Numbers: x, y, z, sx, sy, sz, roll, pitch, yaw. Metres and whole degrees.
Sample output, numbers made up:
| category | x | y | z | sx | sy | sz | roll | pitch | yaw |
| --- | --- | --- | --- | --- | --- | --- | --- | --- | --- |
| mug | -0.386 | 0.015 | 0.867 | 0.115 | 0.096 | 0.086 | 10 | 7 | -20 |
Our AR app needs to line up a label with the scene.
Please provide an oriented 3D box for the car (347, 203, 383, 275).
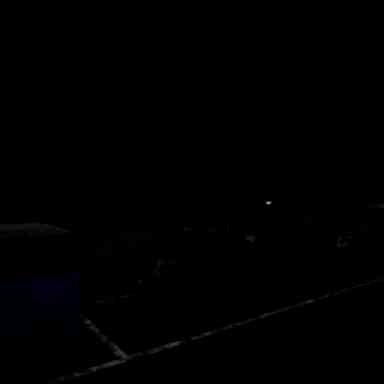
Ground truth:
| category | x | y | z | sx | sy | sz | roll | pitch | yaw |
| --- | --- | --- | --- | --- | --- | --- | --- | --- | --- |
| car | 5.687 | 1.317 | 10.706 | 5.009 | 1.841 | 2.192 | 0 | 0 | -36 |

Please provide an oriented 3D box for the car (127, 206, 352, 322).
| category | x | y | z | sx | sy | sz | roll | pitch | yaw |
| --- | --- | --- | --- | --- | --- | --- | --- | --- | --- |
| car | 1.122 | 1.315 | 7.448 | 5.009 | 1.841 | 2.192 | 0 | 0 | -36 |

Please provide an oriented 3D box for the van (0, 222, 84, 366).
| category | x | y | z | sx | sy | sz | roll | pitch | yaw |
| --- | --- | --- | --- | --- | --- | --- | --- | --- | --- |
| van | -3.445 | 1.341 | 4.189 | 3.998 | 1.788 | 1.690 | 0 | 0 | -36 |
